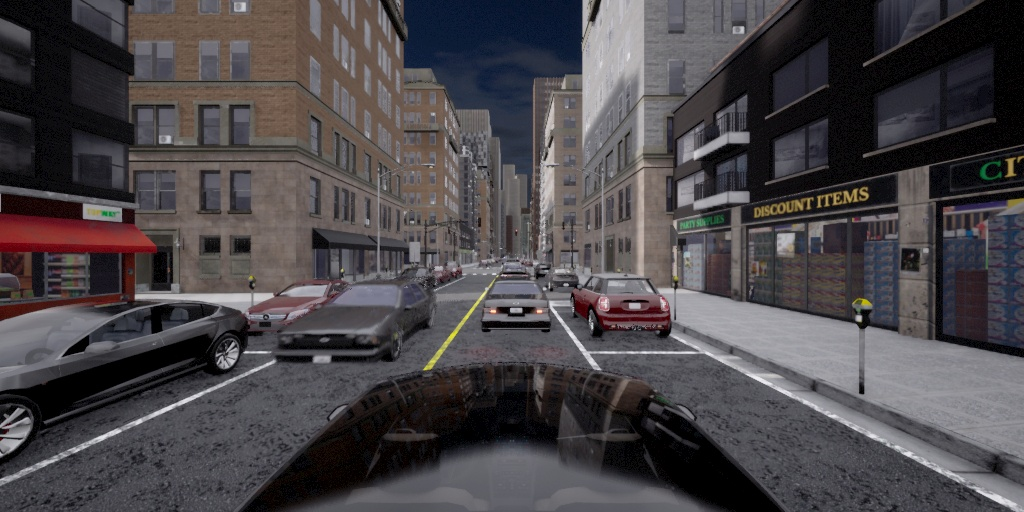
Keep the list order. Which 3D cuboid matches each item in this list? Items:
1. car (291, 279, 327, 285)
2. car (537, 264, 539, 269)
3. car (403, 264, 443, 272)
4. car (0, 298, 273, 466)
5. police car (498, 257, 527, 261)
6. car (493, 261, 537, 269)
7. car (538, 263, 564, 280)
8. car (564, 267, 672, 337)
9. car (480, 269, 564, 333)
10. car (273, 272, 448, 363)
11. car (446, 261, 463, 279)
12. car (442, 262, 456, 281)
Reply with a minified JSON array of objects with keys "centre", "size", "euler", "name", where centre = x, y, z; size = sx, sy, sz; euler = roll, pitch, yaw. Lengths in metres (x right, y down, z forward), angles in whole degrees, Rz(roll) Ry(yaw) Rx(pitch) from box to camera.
[{"centre":[-5.654,1.332,10.315],"size":[1.802,1.307,4.207],"euler":[0,0,0],"name":"car"},{"centre":[2.917,1.319,32.302],"size":[1.948,1.339,4.313],"euler":[0,0,0],"name":"car"},{"centre":[-5.631,1.316,21.317],"size":[1.948,1.339,4.313],"euler":[0,0,0],"name":"car"},{"centre":[-5.665,1.316,4.813],"size":[1.948,1.339,4.313],"euler":[0,0,0],"name":"car"},{"centre":[0.057,1.178,31.311],"size":[1.930,1.638,5.238],"euler":[0,0,0],"name":"police car"},{"centre":[0.136,1.242,21.291],"size":[2.128,1.511,4.902],"euler":[0,0,0],"name":"car"},{"centre":[2.894,1.301,21.299],"size":[2.007,1.370,4.403],"euler":[0,0,0],"name":"car"},{"centre":[2.872,1.190,10.297],"size":[1.967,1.591,4.097],"euler":[0,0,0],"name":"car"},{"centre":[0.113,1.297,10.769],"size":[2.033,1.411,5.357],"euler":[0,0,0],"name":"car"},{"centre":[-3.091,1.297,8.501],"size":[2.033,1.411,5.357],"euler":[0,0,0],"name":"car"},{"centre":[-5.609,1.193,32.320],"size":[1.967,1.591,4.097],"euler":[0,0,0],"name":"car"},{"centre":[-5.620,1.334,26.818],"size":[1.802,1.307,4.207],"euler":[0,0,0],"name":"car"}]
